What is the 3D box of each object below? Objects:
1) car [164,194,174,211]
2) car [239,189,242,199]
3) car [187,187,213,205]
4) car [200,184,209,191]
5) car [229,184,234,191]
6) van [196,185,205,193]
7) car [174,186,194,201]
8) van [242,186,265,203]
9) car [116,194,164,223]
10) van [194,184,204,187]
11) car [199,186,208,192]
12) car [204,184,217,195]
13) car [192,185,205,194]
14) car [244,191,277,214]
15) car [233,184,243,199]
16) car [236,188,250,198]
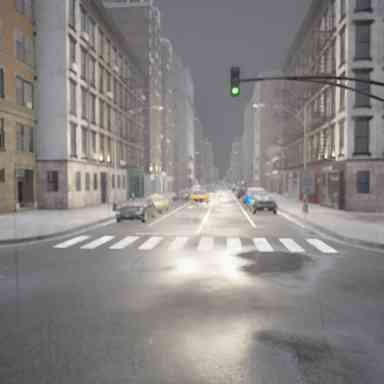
[{"bbox_3d":[-2.783,0.845,25.329,1.752,1.417,4.829,0,2,5],"label":"car"},{"bbox_3d":[6.270,0.606,35.489,1.802,1.307,4.206,0,2,5],"label":"car"},{"bbox_3d":[0.913,0.514,36.126,1.882,1.535,5.008,0,2,6],"label":"car"},{"bbox_3d":[3.390,-1.129,90.050,2.192,1.841,5.009,0,2,5],"label":"car"},{"bbox_3d":[10.425,-0.603,78.522,1.887,1.381,4.507,0,2,5],"label":"car"},{"bbox_3d":[1.850,-0.663,73.912,1.690,1.788,3.998,0,2,5],"label":"van"},{"bbox_3d":[-1.228,0.315,41.636,1.967,1.590,4.097,0,2,5],"label":"car"},{"bbox_3d":[5.750,0.512,30.103,1.690,1.788,3.998,0,2,5],"label":"van"},{"bbox_3d":[-3.280,1.012,20.119,2.008,1.369,4.403,0,2,5],"label":"car"},{"bbox_3d":[0.824,-0.370,63.151,1.690,1.788,3.998,0,2,5],"label":"van"},{"bbox_3d":[2.877,-0.746,84.677,2.008,1.369,4.403,0,2,5],"label":"car"},{"bbox_3d":[3.747,-0.394,65.560,1.837,1.490,4.892,0,2,6],"label":"car"},{"bbox_3d":[1.337,-0.542,68.531,2.192,1.841,5.009,0,2,5],"label":"car"},{"bbox_3d":[5.231,0.869,24.730,2.008,1.369,4.403,0,2,5],"label":"car"},{"bbox_3d":[7.308,0.046,46.240,2.192,1.841,5.009,0,2,5],"label":"car"},{"bbox_3d":[7.828,0.151,51.627,1.947,1.339,4.313,0,2,5],"label":"car"}]
